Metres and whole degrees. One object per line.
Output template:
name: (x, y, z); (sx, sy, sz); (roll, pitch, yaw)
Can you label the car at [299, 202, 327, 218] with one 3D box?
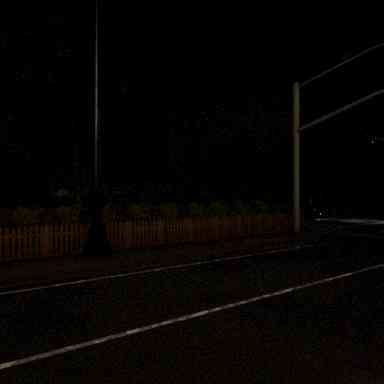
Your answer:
car: (9.856, 1.601, 30.557); (1.895, 1.301, 4.718); (0, 0, -35)
